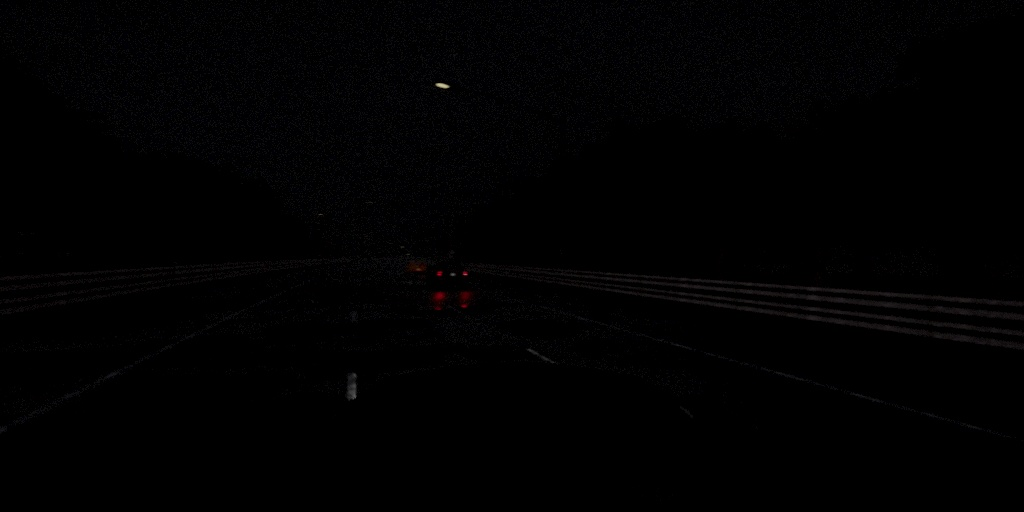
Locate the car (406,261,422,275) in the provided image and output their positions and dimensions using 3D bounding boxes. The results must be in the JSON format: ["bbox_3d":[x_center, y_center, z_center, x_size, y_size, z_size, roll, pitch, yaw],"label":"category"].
[{"bbox_3d":[-10.687,1.244,39.906,1.882,1.535,5.008,1,0,-21],"label":"car"}]

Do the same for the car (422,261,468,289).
[{"bbox_3d":[-4.417,1.139,23.920,2.097,1.767,4.553,1,0,-22],"label":"car"}]
